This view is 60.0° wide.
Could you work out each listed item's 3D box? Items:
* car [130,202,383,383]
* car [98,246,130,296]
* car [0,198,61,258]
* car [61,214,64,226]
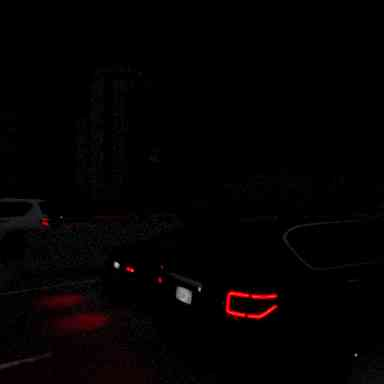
[{"bbox_3d":[2.091,1.269,5.236,5.566,2.045,2.150,1,-1,-35],"label":"car"},{"bbox_3d":[0.466,1.603,8.377,5.357,1.411,2.033,1,-1,-35],"label":"car"},{"bbox_3d":[-7.759,1.224,11.354,5.566,2.045,2.150,0,0,-35],"label":"car"},{"bbox_3d":[-9.657,1.552,18.599,4.674,1.442,1.812,1,0,-35],"label":"car"}]
